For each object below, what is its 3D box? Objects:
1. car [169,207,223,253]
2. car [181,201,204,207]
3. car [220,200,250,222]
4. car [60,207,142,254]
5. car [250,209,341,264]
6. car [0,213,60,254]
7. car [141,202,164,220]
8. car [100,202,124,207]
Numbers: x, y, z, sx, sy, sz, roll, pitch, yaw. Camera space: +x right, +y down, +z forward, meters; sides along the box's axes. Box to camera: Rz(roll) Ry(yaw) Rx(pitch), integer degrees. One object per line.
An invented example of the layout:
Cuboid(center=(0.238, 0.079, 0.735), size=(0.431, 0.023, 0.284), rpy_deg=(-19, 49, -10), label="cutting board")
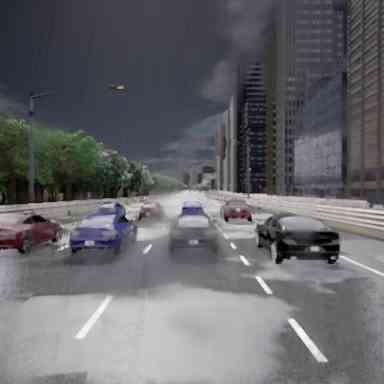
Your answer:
Cuboid(center=(0.070, 1.559, 13.655), size=(1.812, 1.442, 4.674), rpy_deg=(0, 0, 0), label="car")
Cuboid(center=(0.038, 1.562, 29.209), size=(1.882, 1.535, 5.008), rpy_deg=(0, 0, 0), label="car")
Cuboid(center=(3.535, 1.428, 27.433), size=(2.097, 1.767, 4.553), rpy_deg=(0, 0, 0), label="car")
Cuboid(center=(-3.433, 1.559, 13.500), size=(1.812, 1.442, 4.674), rpy_deg=(0, 0, 0), label="car")
Cuboid(center=(3.558, 1.507, 12.048), size=(1.882, 1.535, 5.008), rpy_deg=(0, -1, 0), label="car")
Cuboid(center=(-6.931, 1.559, 13.490), size=(1.812, 1.442, 4.674), rpy_deg=(0, 0, 0), label="car")
Cuboid(center=(-3.463, 1.609, 28.728), size=(1.812, 1.442, 4.674), rpy_deg=(0, 0, 0), label="car")
Cuboid(center=(-6.961, 1.609, 28.746), size=(1.812, 1.442, 4.674), rpy_deg=(0, 0, 0), label="car")
